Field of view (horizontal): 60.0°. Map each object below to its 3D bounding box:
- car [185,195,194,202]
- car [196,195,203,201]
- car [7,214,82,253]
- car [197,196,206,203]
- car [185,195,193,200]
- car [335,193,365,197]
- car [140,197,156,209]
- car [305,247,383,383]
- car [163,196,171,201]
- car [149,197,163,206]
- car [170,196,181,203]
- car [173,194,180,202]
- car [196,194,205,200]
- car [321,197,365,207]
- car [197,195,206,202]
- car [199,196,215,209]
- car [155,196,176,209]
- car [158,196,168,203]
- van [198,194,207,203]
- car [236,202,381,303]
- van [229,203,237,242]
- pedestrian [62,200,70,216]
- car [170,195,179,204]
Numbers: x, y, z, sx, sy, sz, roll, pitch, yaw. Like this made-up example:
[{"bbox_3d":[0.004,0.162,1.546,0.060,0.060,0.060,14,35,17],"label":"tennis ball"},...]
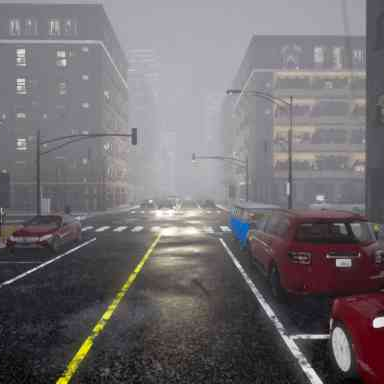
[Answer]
[{"bbox_3d":[-0.631,1.537,75.523,1.812,1.442,4.674,0,0,0],"label":"car"},{"bbox_3d":[1.927,1.558,90.446,1.752,1.417,4.829,0,0,0],"label":"car"},{"bbox_3d":[-5.807,1.581,13.628,1.802,1.307,4.206,0,0,0],"label":"car"},{"bbox_3d":[2.069,1.585,73.707,1.947,1.339,4.313,0,0,0],"label":"car"},{"bbox_3d":[-0.714,1.455,85.558,1.895,1.301,4.718,0,0,0],"label":"car"},{"bbox_3d":[15.484,1.031,33.340,5.009,1.841,2.192,-1,1,-1],"label":"car"},{"bbox_3d":[-6.079,1.569,46.032,1.947,1.339,4.313,0,0,0],"label":"car"},{"bbox_3d":[2.667,1.544,2.642,1.887,1.381,4.507,0,0,0],"label":"car"},{"bbox_3d":[-6.405,1.609,84.695,1.802,1.307,4.206,0,0,0],"label":"car"},{"bbox_3d":[-6.172,1.574,57.079,1.947,1.339,4.313,0,0,0],"label":"car"},{"bbox_3d":[-3.614,1.559,73.648,2.033,1.411,5.357,0,0,0],"label":"car"},{"bbox_3d":[-3.581,1.364,63.111,2.097,1.767,4.553,0,0,0],"label":"car"},{"bbox_3d":[2.162,1.556,62.660,1.887,1.381,4.507,0,0,0],"label":"car"},{"bbox_3d":[13.374,1.368,30.728,4.718,1.301,1.895,-1,0,-1],"label":"car"},{"bbox_3d":[2.255,1.571,51.614,1.947,1.339,4.313,0,0,0],"label":"car"},{"bbox_3d":[2.301,1.585,46.091,1.802,1.307,4.206,0,0,0],"label":"car"},{"bbox_3d":[-3.448,1.603,43.972,1.895,1.301,4.718,0,0,-1],"label":"car"},{"bbox_3d":[-6.312,1.564,73.649,1.887,1.381,4.507,0,0,0],"label":"car"},{"bbox_3d":[2.114,1.356,68.184,1.690,1.788,3.998,0,0,0],"label":"van"},{"bbox_3d":[2.618,1.314,8.170,2.192,1.841,5.009,0,0,0],"label":"car"},{"bbox_3d":[2.572,1.340,13.697,1.690,1.788,3.998,0,0,0],"label":"van"},{"bbox_3d":[-7.115,1.292,18.771,0.375,1.860,0.375,0,0,0],"label":"pedestrian"},{"bbox_3d":[-3.537,1.570,53.061,1.994,1.385,4.181,0,0,-1],"label":"car"}]
